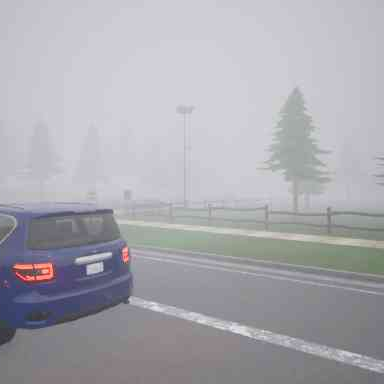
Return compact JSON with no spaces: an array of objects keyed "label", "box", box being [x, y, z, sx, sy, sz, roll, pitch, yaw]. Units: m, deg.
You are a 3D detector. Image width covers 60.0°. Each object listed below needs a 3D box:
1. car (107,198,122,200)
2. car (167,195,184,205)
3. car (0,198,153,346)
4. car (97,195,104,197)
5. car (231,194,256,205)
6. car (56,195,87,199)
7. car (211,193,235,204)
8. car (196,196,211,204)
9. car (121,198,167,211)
[{"label":"car","box":[-8.055,1.564,41.183,1.994,1.385,4.181,0,0,35]},{"label":"car","box":[-3.445,1.352,59.959,2.097,1.767,4.553,0,0,35]},{"label":"car","box":[-3.598,1.221,6.501,5.566,2.045,2.150,0,0,36]},{"label":"car","box":[-10.335,1.491,44.031,2.128,1.511,4.902,0,0,35]},{"label":"car","box":[9.801,1.548,60.488,2.033,1.411,5.357,0,0,35]},{"label":"car","box":[-14.761,1.491,43.808,2.128,1.511,4.902,0,0,35]},{"label":"car","box":[6.311,1.223,61.622,2.150,2.045,5.566,0,0,36]},{"label":"car","box":[2.585,1.477,62.427,1.882,1.535,5.008,0,0,35]},{"label":"car","box":[-5.509,1.504,38.718,1.837,1.490,4.892,0,0,35]}]
